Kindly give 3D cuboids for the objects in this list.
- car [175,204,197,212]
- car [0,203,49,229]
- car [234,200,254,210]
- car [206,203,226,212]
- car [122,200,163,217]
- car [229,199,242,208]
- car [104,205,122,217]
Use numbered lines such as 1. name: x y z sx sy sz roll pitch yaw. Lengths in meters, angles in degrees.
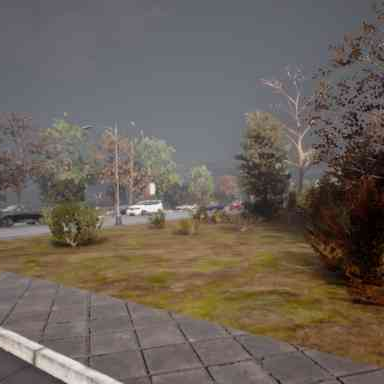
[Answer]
1. car: -0.996 2.674 58.245 1.895 1.301 4.718 -3 -2 32
2. car: -15.173 2.062 29.475 2.150 2.045 5.566 -3 -2 33
3. car: 9.732 2.404 61.890 1.882 1.535 5.008 -3 -2 33
4. car: 3.519 2.422 52.080 1.895 1.301 4.718 -3 -2 32
5. car: -6.066 2.123 43.772 2.150 2.045 5.566 -3 -2 32
6. car: 7.594 2.036 52.009 2.097 1.767 4.553 -3 -2 32
7. car: -9.644 2.541 44.623 2.128 1.511 4.902 -3 -2 32
